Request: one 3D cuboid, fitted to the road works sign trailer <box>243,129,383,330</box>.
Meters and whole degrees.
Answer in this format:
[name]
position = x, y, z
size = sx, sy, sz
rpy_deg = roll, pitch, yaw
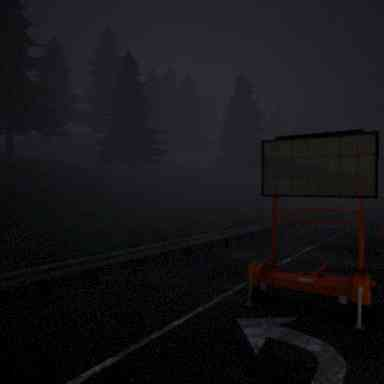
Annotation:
[road works sign trailer]
position = 2.749, 0.519, 7.319
size = 2.380, 3.560, 2.880
rpy_deg = 0, 0, 33
